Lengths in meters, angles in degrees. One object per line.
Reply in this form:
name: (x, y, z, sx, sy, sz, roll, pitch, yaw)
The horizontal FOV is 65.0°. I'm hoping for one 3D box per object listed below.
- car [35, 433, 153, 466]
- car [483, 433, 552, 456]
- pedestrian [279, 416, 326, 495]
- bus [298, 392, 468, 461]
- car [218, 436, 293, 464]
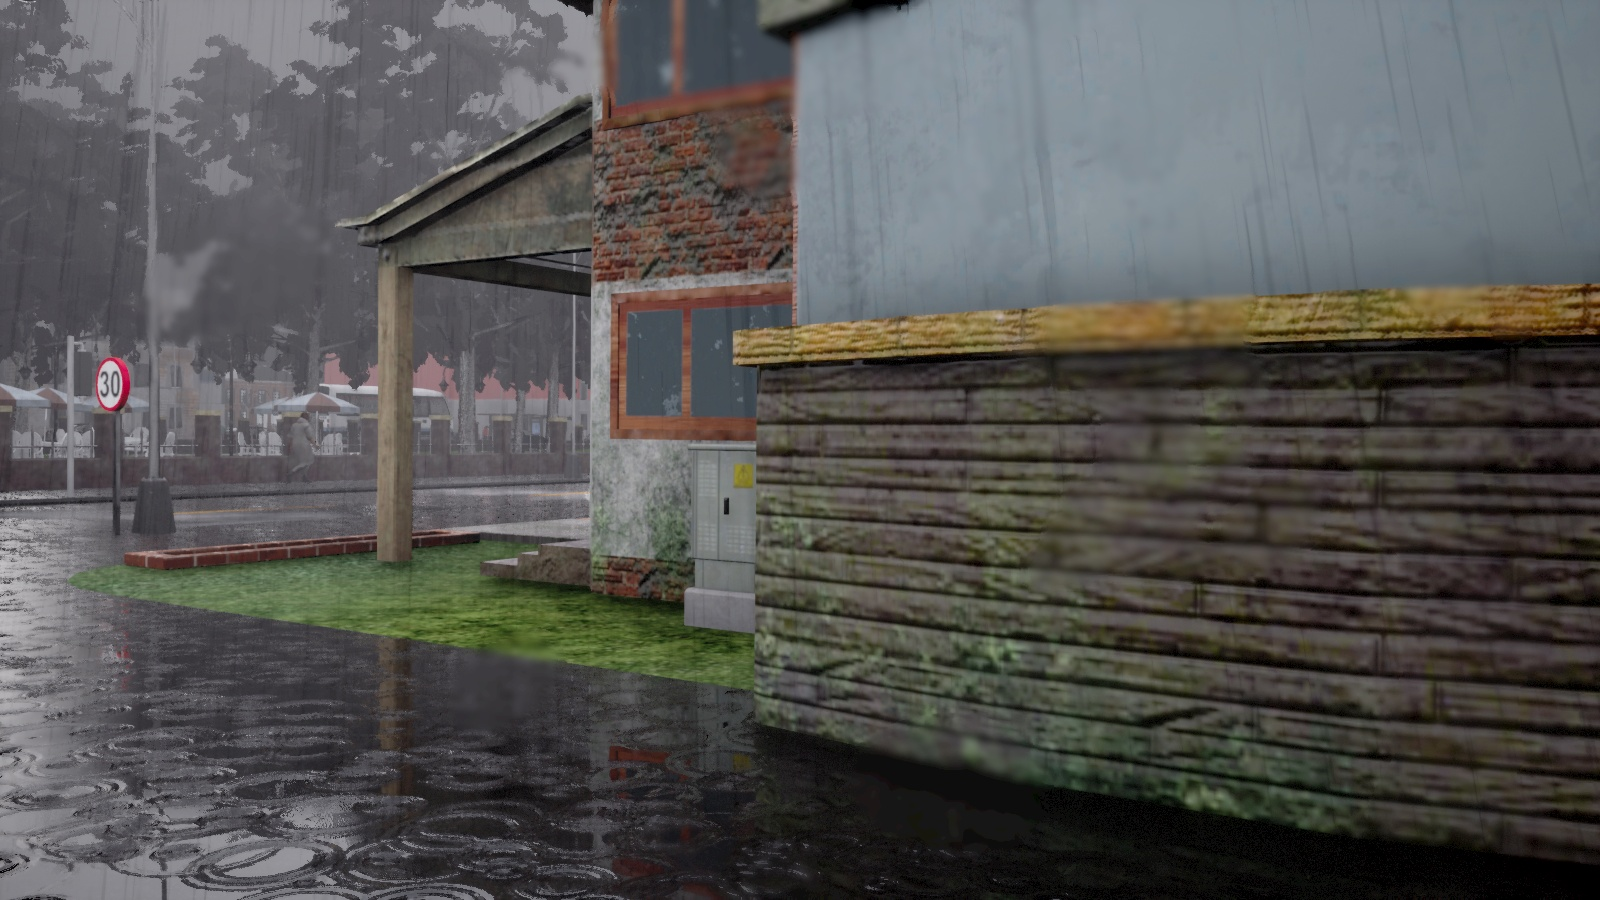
car: (-37.408, -0.062, 66.681, 2.152, 1.651, 5.027, 0, 1, 33)
car: (-20.658, -0.409, 92.079, 2.033, 1.649, 4.856, 0, 1, 33)
pedestrian: (-12.504, 0.123, 31.569, 0.659, 1.952, 0.873, 0, 1, 35)
bus: (-27.106, -1.524, 82.317, 3.944, 4.253, 10.273, 0, 1, 33)
car: (-32.264, -0.015, 74.493, 1.789, 1.549, 3.705, 0, 1, 33)
